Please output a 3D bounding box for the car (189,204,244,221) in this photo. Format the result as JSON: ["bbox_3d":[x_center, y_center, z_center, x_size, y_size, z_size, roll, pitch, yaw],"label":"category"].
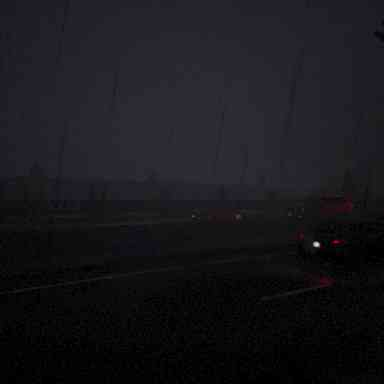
[{"bbox_3d":[1.871,1.596,25.202,4.181,1.385,1.994,0,0,-27],"label":"car"}]

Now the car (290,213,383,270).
[{"bbox_3d":[5.557,1.583,11.140,4.181,1.385,1.994,0,0,-29],"label":"car"}]

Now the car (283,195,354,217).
[{"bbox_3d":[9.580,1.281,25.049,5.566,2.045,2.150,0,0,-23],"label":"car"}]
